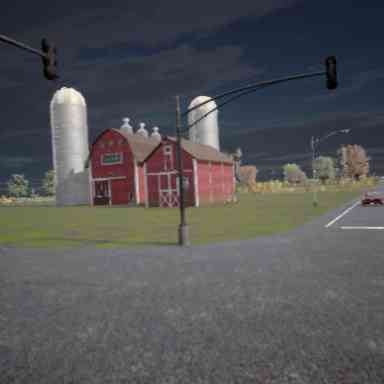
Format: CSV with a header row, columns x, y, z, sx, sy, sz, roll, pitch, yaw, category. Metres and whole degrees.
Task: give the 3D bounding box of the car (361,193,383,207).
x,y,z,sx,sy,sz,roll,pitch,yaw,category
17.860,0.726,32.906,1.895,1.301,4.718,-3,0,30,car
